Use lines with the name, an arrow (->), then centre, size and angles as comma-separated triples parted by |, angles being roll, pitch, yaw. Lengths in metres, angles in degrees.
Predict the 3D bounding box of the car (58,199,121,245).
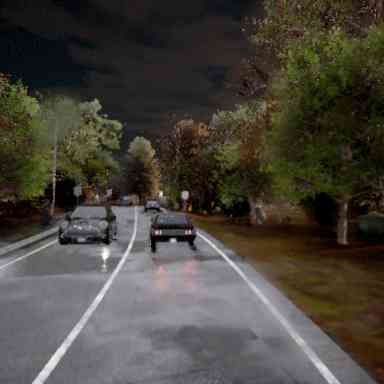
car -> -4.739, 1.360, 15.732 | 2.097, 1.767, 4.553 | 1, 0, -7

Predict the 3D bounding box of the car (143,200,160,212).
car -> -4.810, 1.620, 40.003 | 2.033, 1.411, 5.357 | 1, 0, -9

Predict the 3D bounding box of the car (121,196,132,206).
car -> -11.365, 1.538, 56.997 | 2.097, 1.767, 4.553 | 1, -2, -9

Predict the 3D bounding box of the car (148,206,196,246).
car -> -0.996, 1.603, 15.590 | 1.895, 1.301, 4.718 | 1, 1, -6
